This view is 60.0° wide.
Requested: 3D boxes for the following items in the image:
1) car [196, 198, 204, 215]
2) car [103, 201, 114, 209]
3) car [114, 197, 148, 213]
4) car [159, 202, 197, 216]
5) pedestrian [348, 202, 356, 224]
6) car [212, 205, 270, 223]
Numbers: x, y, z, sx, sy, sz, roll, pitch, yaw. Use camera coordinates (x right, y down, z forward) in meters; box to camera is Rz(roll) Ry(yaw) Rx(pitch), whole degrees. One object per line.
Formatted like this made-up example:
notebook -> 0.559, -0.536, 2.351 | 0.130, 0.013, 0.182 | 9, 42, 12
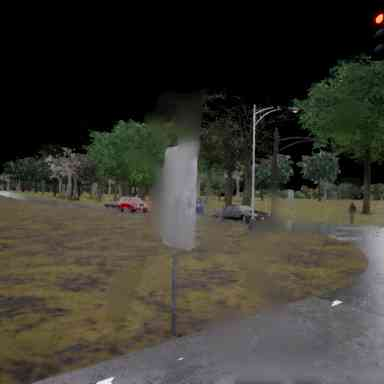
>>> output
car -> -0.798, 1.755, 40.839 | 2.150, 2.045, 5.566 | 3, -2, -36
car -> -14.375, 2.308, 59.681 | 1.895, 1.301, 4.718 | 3, -2, -36
car -> -7.922, 1.679, 44.431 | 2.150, 2.045, 5.566 | 3, -2, -34
car -> -1.834, 1.927, 35.903 | 1.994, 1.385, 4.181 | 3, -2, -37
pedestrian -> 13.366, 1.717, 27.817 | 0.375, 1.860, 0.375 | 2, -1, -36
car -> 3.975, 1.793, 27.846 | 2.033, 1.411, 5.357 | 3, -2, -36
